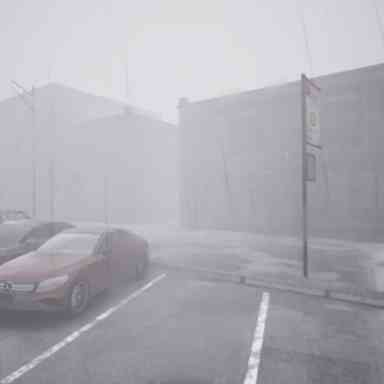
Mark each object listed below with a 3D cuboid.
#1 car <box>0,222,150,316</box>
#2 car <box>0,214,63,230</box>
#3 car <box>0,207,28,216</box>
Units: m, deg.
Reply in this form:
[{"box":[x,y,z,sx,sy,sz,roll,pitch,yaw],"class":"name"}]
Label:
[{"box":[-2.512,1.572,7.889,2.002,1.452,4.674,0,-1,16],"class":"car"},{"box":[-4.960,1.583,9.608,2.163,1.488,4.792,0,-1,16],"class":"car"},{"box":[-7.380,1.452,11.418,2.185,1.767,4.553,0,-1,16],"class":"car"}]
